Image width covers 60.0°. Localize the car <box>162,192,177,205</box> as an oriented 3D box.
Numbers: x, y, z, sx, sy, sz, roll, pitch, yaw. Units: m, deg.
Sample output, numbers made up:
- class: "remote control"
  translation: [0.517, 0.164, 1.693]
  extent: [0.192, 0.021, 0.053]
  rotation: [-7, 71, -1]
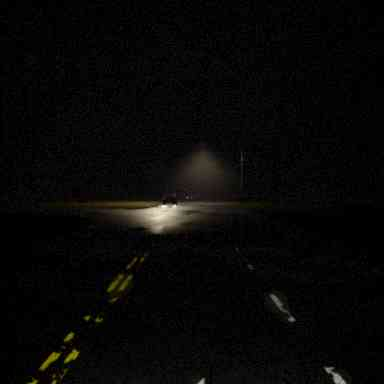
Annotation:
- class: "car"
  translation: [-3.581, 1.086, 53.841]
  extent: [2.150, 2.045, 5.566]
  rotation: [0, 0, 0]
